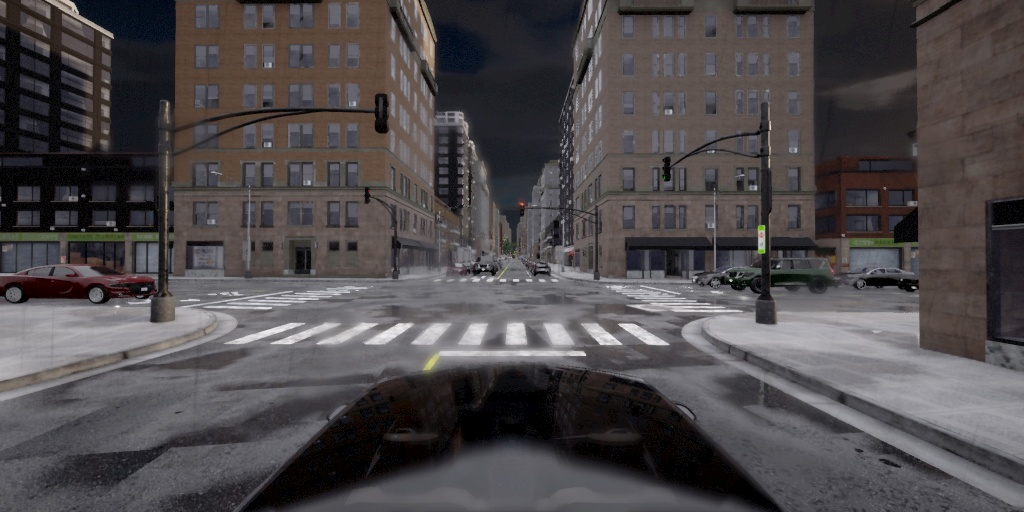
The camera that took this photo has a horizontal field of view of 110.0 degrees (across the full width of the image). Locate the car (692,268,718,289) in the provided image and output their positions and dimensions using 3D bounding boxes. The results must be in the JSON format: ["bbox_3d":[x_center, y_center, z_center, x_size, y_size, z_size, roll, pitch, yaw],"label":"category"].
[{"bbox_3d":[14.826,1.402,24.277,4.902,1.511,2.128,0,-1,2],"label":"car"}]

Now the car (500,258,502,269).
[{"bbox_3d":[-2.659,1.258,47.946,1.837,1.490,4.892,0,0,1],"label":"car"}]

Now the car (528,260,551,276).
[{"bbox_3d":[2.967,1.319,36.251,1.948,1.339,4.313,0,0,1],"label":"car"}]

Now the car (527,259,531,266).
[{"bbox_3d":[3.035,1.298,41.781,1.888,1.381,4.507,0,0,1],"label":"car"}]

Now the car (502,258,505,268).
[{"bbox_3d":[-2.517,1.353,58.439,1.895,1.301,4.718,0,0,1],"label":"car"}]

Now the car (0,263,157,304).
[{"bbox_3d":[-17.436,1.062,14.537,5.008,1.535,1.882,0,-1,-1],"label":"car"}]

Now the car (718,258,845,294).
[{"bbox_3d":[15.615,1.105,21.029,5.566,2.045,2.150,0,-1,0],"label":"car"}]

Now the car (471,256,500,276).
[{"bbox_3d":[-2.782,0.976,37.858,2.150,2.045,5.566,0,0,1],"label":"car"}]

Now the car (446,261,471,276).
[{"bbox_3d":[-5.558,1.336,36.352,1.802,1.307,4.207,0,0,1],"label":"car"}]

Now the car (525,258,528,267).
[{"bbox_3d":[3.103,1.303,47.311,2.007,1.370,4.403,0,0,1],"label":"car"}]

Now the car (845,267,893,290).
[{"bbox_3d":[24.231,1.464,24.219,4.902,1.511,2.128,0,-1,0],"label":"car"}]

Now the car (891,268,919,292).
[{"bbox_3d":[25.718,1.551,20.963,4.718,1.301,1.895,0,-1,0],"label":"car"}]

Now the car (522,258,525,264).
[{"bbox_3d":[3.307,1.316,63.902,1.948,1.339,4.313,0,0,1],"label":"car"}]
